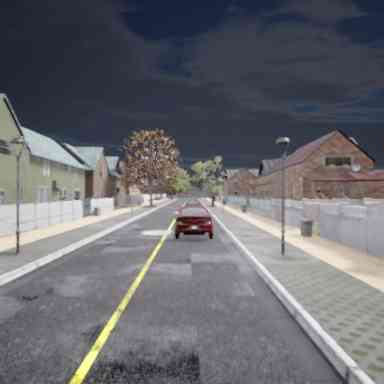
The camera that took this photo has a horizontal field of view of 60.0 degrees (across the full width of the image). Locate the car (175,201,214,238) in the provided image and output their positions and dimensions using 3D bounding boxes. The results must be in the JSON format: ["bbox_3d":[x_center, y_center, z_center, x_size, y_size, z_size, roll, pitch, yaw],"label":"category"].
[{"bbox_3d":[0.104,1.476,17.746,1.882,1.535,5.008,0,0,0],"label":"car"}]
